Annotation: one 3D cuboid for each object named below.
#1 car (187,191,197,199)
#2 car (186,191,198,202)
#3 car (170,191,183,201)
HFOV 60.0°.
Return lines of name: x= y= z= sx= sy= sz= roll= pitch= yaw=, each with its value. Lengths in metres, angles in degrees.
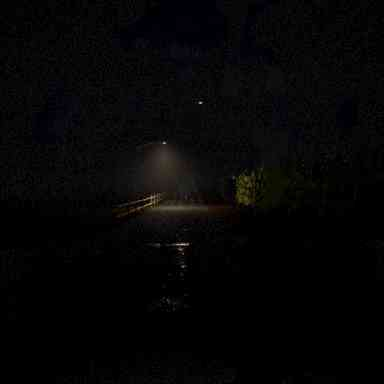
car: x=-0.011 y=0.534 z=64.908 sx=2.033 sy=1.411 sz=5.357 roll=0 pitch=2 yaw=0
car: x=-0.009 y=0.818 z=54.495 sx=1.837 sy=1.490 sz=4.892 roll=0 pitch=1 yaw=0
car: x=-2.761 y=0.688 z=59.082 sx=1.837 sy=1.490 sz=4.892 roll=0 pitch=2 yaw=0
